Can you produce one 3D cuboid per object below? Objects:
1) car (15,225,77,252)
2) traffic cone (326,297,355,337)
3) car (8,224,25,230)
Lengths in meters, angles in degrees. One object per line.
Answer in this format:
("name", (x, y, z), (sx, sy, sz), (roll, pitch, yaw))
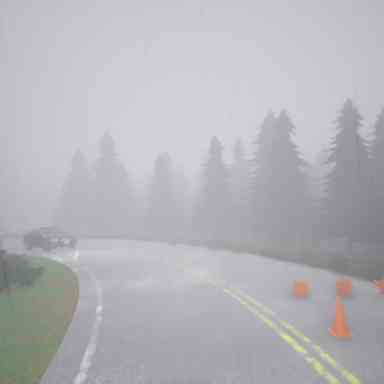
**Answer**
("car", (-9.548, 3.115, 22.242), (4.902, 1.511, 2.128), (-7, -4, 42))
("traffic cone", (2.436, 2.035, 5.491), (0.340, 0.580, 0.340), (-1, -2, 1))
("car", (-32.449, 6.711, 62.490), (1.812, 1.442, 4.674), (-1, -4, 9))
